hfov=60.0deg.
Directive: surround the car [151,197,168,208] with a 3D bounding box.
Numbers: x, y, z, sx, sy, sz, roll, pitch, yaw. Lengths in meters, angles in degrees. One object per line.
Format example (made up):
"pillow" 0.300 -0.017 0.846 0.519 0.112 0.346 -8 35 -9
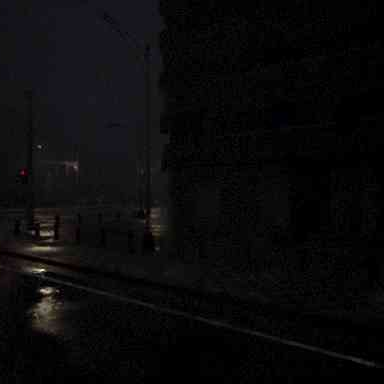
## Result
"car" -3.854 1.531 48.261 1.837 1.490 4.892 0 0 36
